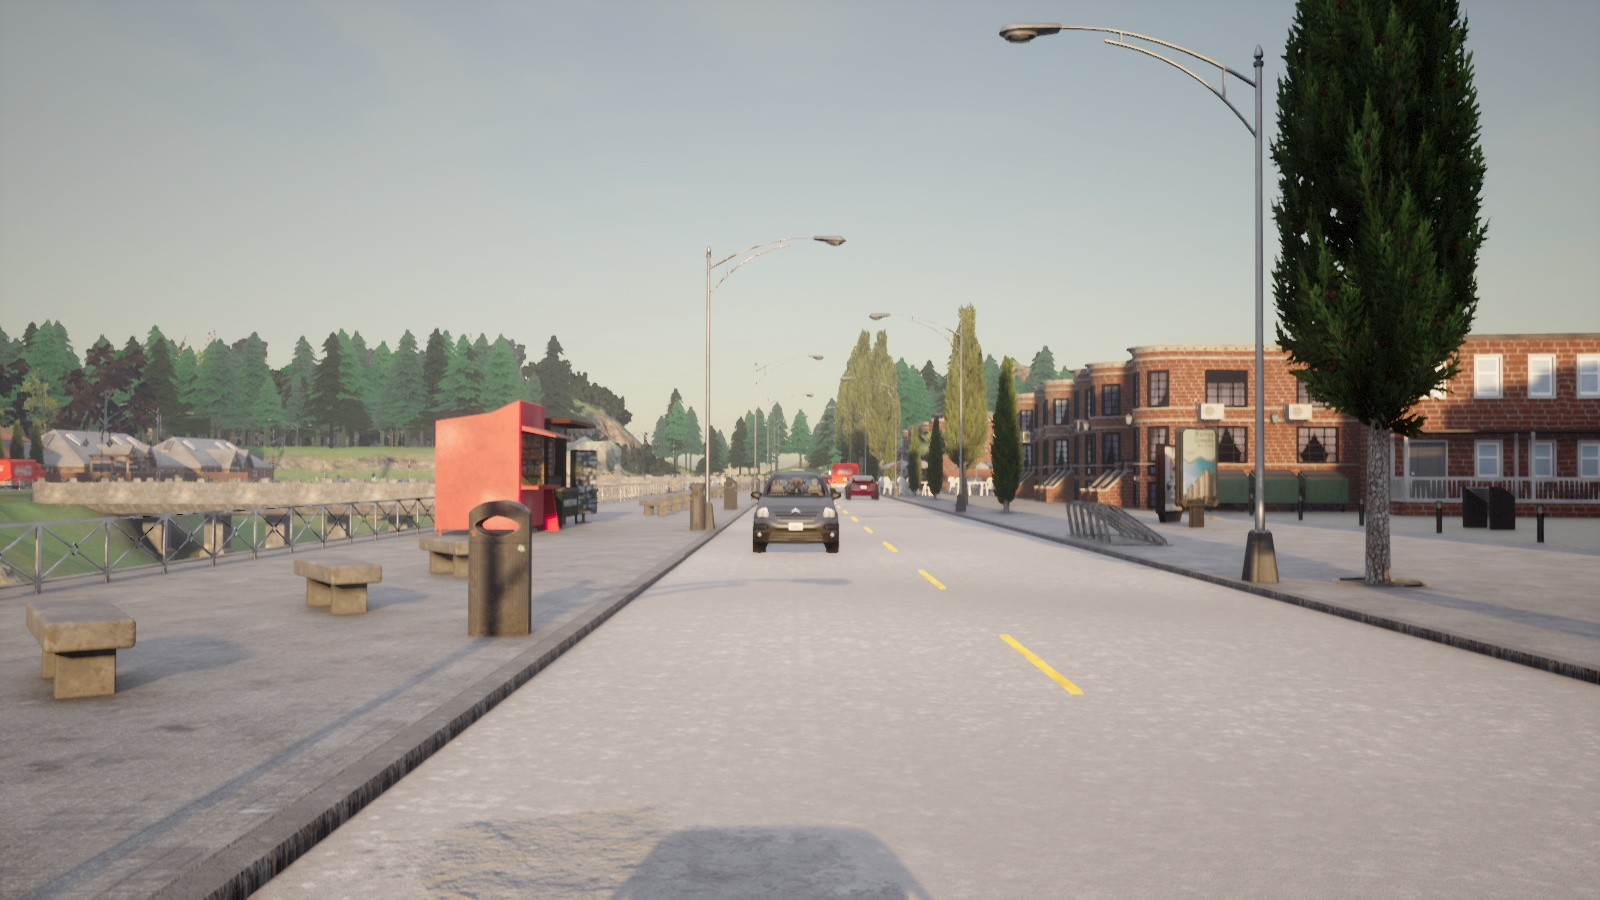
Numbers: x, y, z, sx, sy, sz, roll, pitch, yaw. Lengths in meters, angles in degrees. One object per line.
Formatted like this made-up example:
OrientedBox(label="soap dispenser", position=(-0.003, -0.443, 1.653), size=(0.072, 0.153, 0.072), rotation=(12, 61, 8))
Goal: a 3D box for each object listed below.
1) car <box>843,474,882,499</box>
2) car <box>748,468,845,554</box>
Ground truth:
OrientedBox(label="car", position=(3.795, 2.239, 77.196), size=(2.163, 1.488, 4.792), rotation=(0, -1, 0))
OrientedBox(label="car", position=(-0.069, 1.199, 25.942), size=(1.851, 1.617, 3.988), rotation=(0, -1, 0))
